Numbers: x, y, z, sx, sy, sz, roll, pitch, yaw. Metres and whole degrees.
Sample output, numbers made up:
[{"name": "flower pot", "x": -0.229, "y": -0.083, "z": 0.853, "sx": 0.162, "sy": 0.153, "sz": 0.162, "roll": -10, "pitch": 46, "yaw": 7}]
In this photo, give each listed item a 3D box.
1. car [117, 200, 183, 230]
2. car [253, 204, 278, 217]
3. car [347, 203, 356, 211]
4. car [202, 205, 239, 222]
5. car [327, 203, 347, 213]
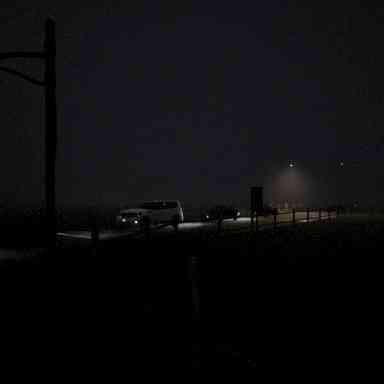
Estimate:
[{"name": "car", "x": -2.937, "y": 1.608, "z": 24.595, "sx": 2.150, "sy": 2.045, "sz": 5.566, "roll": 0, "pitch": -1, "yaw": 36}, {"name": "car", "x": 8.910, "y": 2.266, "z": 40.762, "sx": 2.128, "sy": 1.511, "sz": 4.902, "roll": 0, "pitch": -1, "yaw": 36}, {"name": "car", "x": 29.818, "y": 2.867, "z": 63.082, "sx": 1.837, "sy": 1.490, "sz": 4.892, "roll": 0, "pitch": -1, "yaw": 36}, {"name": "car", "x": 2.878, "y": 2.067, "z": 32.533, "sx": 2.128, "sy": 1.511, "sz": 4.902, "roll": 0, "pitch": -1, "yaw": 36}, {"name": "car", "x": 23.329, "y": 2.671, "z": 54.208, "sx": 1.812, "sy": 1.442, "sz": 4.674, "roll": 0, "pitch": -1, "yaw": 37}]
